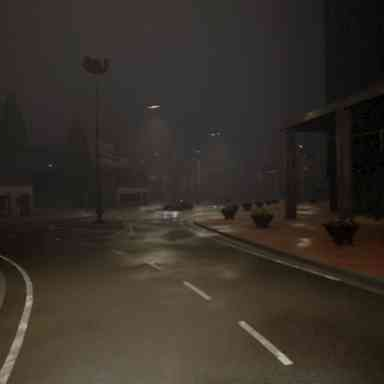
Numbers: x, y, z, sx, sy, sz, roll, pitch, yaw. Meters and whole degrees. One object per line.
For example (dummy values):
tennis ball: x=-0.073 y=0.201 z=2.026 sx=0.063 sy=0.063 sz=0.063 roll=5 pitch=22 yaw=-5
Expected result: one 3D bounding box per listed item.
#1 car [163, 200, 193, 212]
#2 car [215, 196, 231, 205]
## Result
car: x=-1.607 y=1.649 z=41.567 sx=2.033 sy=1.411 sz=5.357 roll=-1 pitch=0 yaw=25
car: x=5.379 y=1.433 z=57.093 sx=1.812 sy=1.442 sz=4.674 roll=-1 pitch=0 yaw=24
